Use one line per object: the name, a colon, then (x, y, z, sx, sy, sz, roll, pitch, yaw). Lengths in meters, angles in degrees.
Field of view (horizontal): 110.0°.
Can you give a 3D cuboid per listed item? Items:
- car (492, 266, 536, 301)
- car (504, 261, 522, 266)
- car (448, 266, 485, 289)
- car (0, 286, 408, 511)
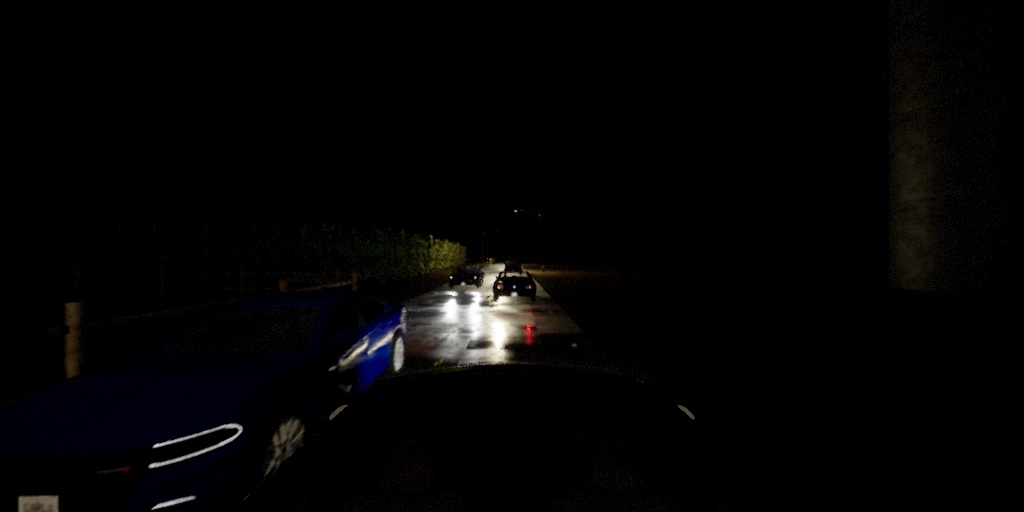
car: (0.103, 1.332, 17.351, 1.895, 1.301, 4.718, 0, 0, 0)
car: (0.110, 1.231, 38.922, 1.812, 1.442, 4.674, 0, 0, 0)
car: (-2.844, 1.326, 23.145, 1.895, 1.301, 4.718, 0, 0, 0)
car: (-2.845, 1.225, 4.646, 1.882, 1.535, 5.008, 0, 0, 0)
